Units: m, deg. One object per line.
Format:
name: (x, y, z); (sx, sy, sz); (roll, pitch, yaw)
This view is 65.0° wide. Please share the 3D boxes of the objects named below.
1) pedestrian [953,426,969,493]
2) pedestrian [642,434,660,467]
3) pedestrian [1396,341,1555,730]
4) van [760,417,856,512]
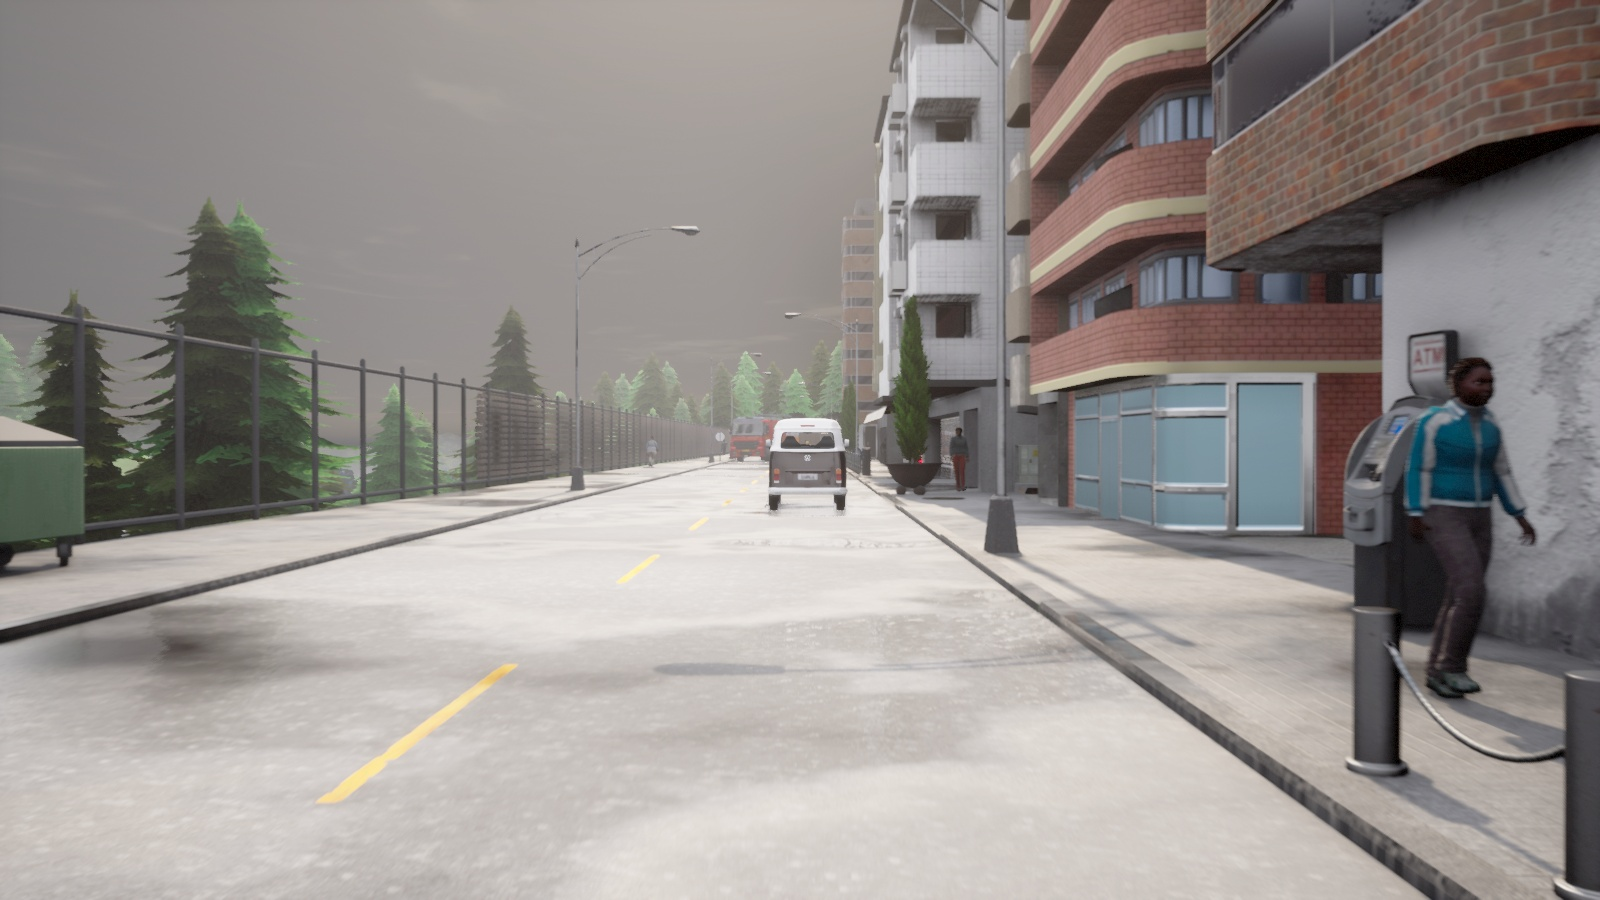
pedestrian: (4.503, 0.262, 35.119); (0.353, 1.847, 0.614); (0, 0, 0)
pedestrian: (-8.438, 0.048, 71.327); (0.874, 1.855, 0.900); (0, 0, 3)
pedestrian: (3.528, 0.422, 6.598); (0.396, 1.930, 0.692); (0, 0, -8)
van: (0.178, 0.305, 29.280); (2.069, 2.038, 4.480); (0, 0, 0)
